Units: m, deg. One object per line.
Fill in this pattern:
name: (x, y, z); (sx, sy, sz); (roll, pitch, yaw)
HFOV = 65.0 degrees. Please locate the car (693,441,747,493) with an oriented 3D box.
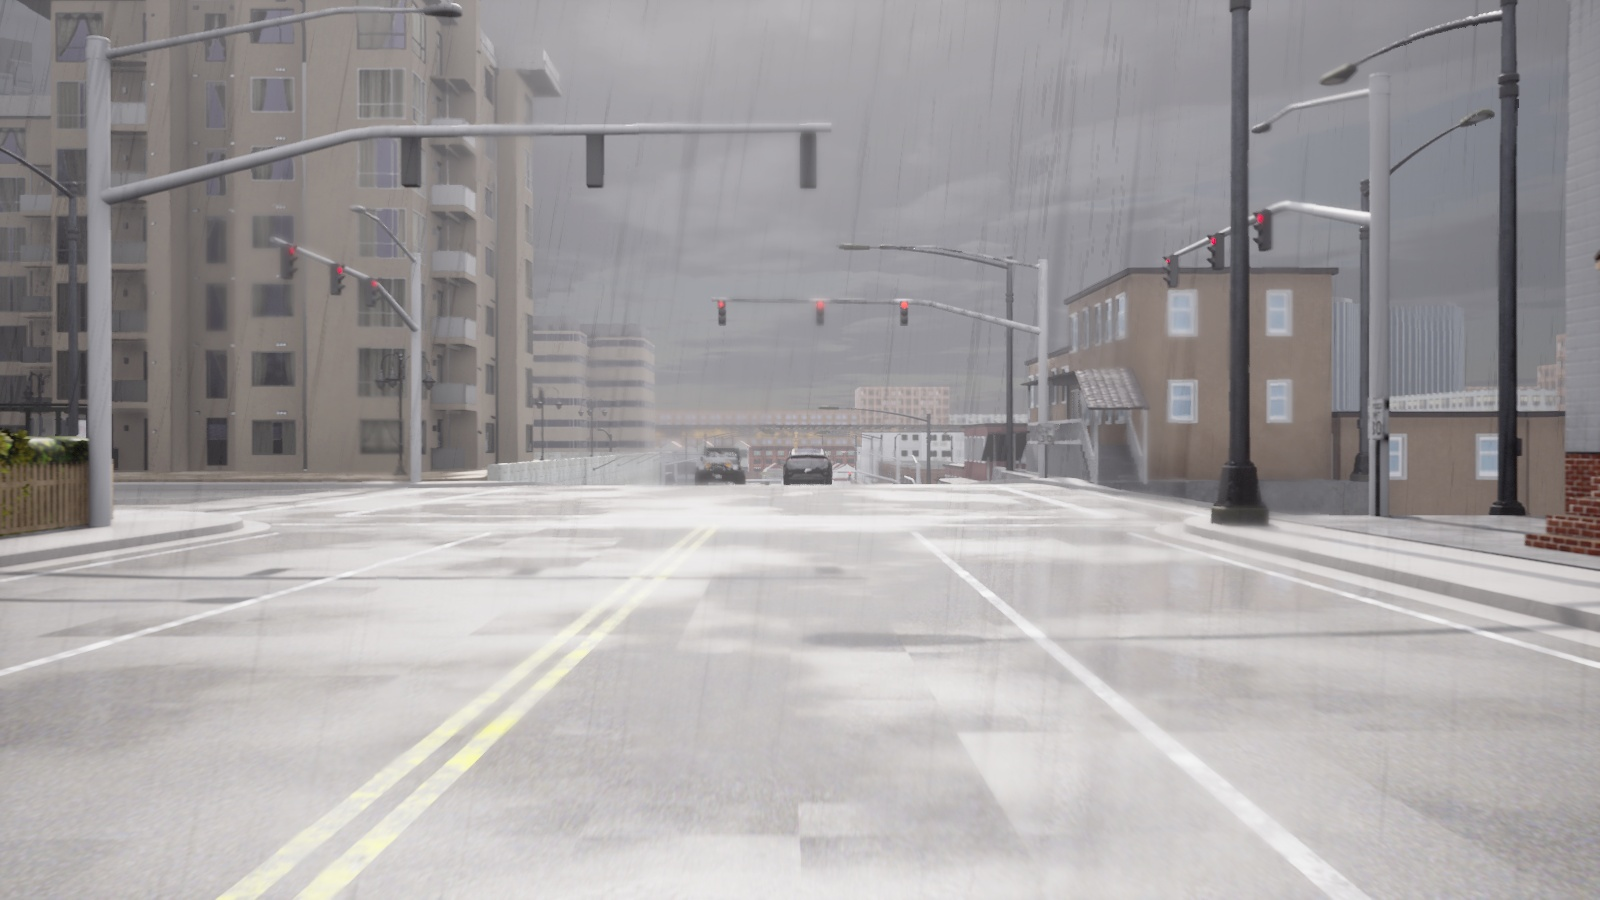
car: (-3.194, 0.723, 50.833); (1.905, 1.878, 3.866); (0, -4, 0)

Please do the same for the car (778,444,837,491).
car: (0.293, 0.707, 48.355); (2.128, 1.511, 4.902); (0, -4, 0)
